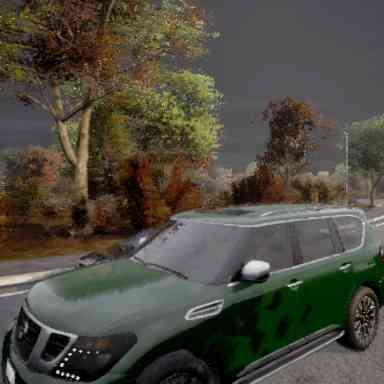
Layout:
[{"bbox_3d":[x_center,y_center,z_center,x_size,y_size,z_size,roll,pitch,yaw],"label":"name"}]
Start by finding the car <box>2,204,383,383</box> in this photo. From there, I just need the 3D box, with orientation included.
[{"bbox_3d":[0.602,1.234,4.603,5.566,2.045,2.150,0,0,-38],"label":"car"}]

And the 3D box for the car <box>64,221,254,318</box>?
[{"bbox_3d":[-0.661,1.588,8.100,4.181,1.385,1.994,0,0,-38],"label":"car"}]
